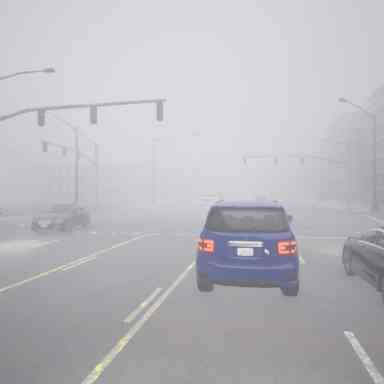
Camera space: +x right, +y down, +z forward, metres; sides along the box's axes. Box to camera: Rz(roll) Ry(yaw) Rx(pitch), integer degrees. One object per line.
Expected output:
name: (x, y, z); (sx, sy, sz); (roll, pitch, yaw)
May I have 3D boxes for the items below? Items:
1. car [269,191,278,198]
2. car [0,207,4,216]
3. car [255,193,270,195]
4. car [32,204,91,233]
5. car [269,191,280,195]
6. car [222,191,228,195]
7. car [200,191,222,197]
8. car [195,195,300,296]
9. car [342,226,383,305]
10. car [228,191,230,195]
car: (20.711, 0.552, 84.965); (2.097, 1.767, 4.553); (0, 1, 11)
car: (-19.039, 1.504, 29.286); (4.892, 1.490, 1.837); (0, 0, 10)
car: (9.860, 1.335, 47.672); (1.837, 1.490, 4.892); (0, 1, 11)
car: (-7.526, 1.492, 19.650); (2.128, 1.511, 4.902); (0, 0, 3)
car: (18.732, 0.881, 74.962); (2.128, 1.511, 4.902); (0, 1, 11)
car: (4.515, 0.926, 57.649); (2.150, 2.045, 5.566); (0, 1, 11)
car: (2.489, 1.079, 47.462); (2.150, 2.045, 5.566); (0, 1, 11)
car: (1.511, 1.221, 8.911); (2.150, 2.045, 5.566); (0, 0, 11)
car: (4.779, 1.492, 7.389); (2.128, 1.511, 4.902); (0, 0, 11)
car: (6.615, 0.741, 67.889); (2.150, 2.045, 5.566); (0, 1, 12)
